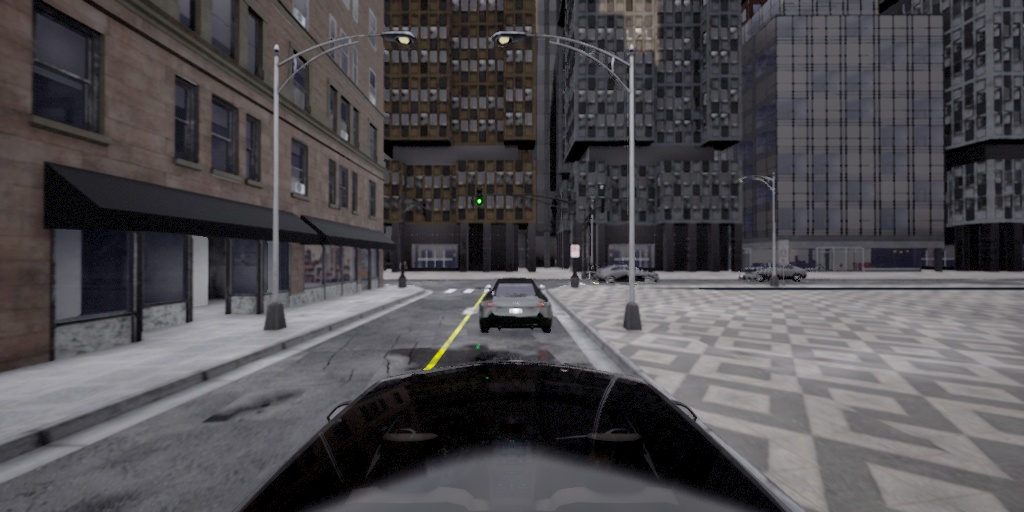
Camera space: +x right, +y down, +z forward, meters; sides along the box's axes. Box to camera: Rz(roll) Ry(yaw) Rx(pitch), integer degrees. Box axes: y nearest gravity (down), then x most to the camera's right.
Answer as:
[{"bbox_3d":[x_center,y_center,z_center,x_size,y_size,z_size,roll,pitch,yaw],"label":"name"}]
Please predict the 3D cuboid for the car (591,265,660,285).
[{"bbox_3d":[8.298,1.376,26.328,4.902,1.511,2.128,0,-1,-2],"label":"car"}]

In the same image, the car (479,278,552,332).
[{"bbox_3d":[0.102,1.371,11.095,1.994,1.385,4.181,0,0,0],"label":"car"}]

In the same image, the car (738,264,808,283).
[{"bbox_3d":[21.240,1.378,29.304,4.902,1.511,2.128,0,0,1],"label":"car"}]

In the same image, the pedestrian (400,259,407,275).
[{"bbox_3d":[-9.882,1.090,32.626,0.375,1.860,0.375,0,0,1],"label":"pedestrian"}]
